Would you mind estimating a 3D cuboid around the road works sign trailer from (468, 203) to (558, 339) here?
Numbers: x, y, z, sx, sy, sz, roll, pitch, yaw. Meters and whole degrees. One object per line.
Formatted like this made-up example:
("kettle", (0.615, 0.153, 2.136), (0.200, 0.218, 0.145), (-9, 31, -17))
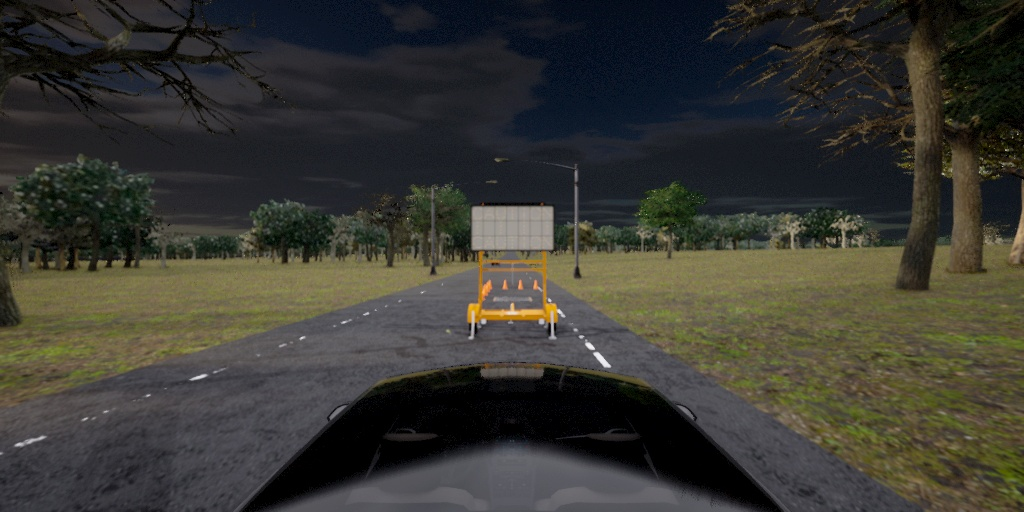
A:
("road works sign trailer", (0.018, 0.276, 10.305), (2.380, 3.560, 2.880), (0, 0, 0))
